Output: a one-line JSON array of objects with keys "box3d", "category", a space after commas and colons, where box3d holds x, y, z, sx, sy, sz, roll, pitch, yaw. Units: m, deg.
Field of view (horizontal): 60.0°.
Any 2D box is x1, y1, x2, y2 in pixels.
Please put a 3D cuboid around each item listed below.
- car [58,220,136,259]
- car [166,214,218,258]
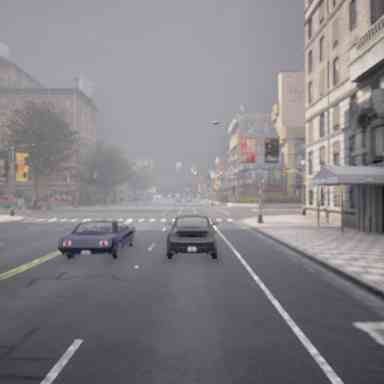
[{"box3d": [-3.495, 1.746, 13.222, 1.895, 1.301, 4.718, 0, -1, 0], "category": "car"}, {"box3d": [0.005, 1.655, 13.475, 1.837, 1.490, 4.892, 0, 0, 0], "category": "car"}]
